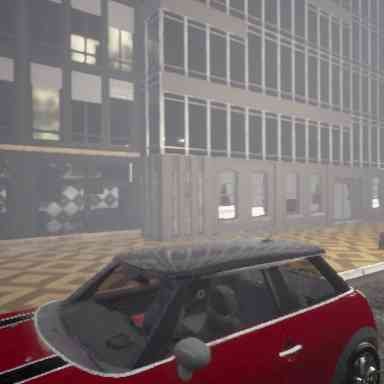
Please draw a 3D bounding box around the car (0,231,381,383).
[{"bbox_3d":[-0.210,1.351,3.202,4.553,1.767,2.097,0,0,-35],"label":"car"}]
